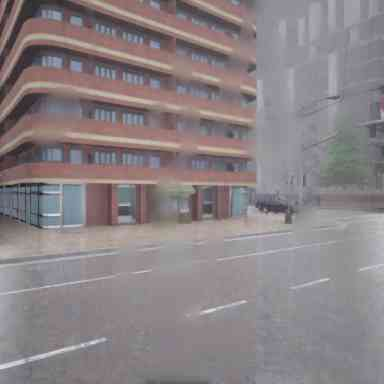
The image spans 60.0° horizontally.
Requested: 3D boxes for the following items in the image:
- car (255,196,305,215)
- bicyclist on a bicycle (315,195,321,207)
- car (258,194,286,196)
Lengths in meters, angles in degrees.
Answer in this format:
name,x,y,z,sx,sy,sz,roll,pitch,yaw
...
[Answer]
name,x,y,z,sx,sy,sz,roll,pitch,yaw
car,8.880,1.491,32.967,2.128,1.511,4.902,0,0,-36
bicyclist on a bicycle,17.810,1.301,46.968,1.656,1.620,0.582,0,0,-36
car,9.703,1.222,37.764,2.150,2.045,5.566,0,0,-36
